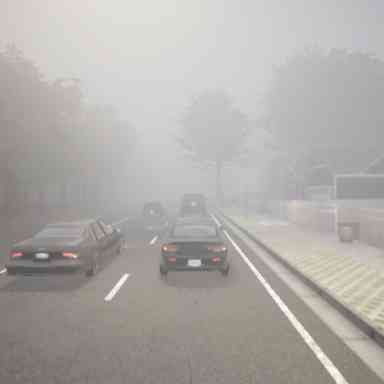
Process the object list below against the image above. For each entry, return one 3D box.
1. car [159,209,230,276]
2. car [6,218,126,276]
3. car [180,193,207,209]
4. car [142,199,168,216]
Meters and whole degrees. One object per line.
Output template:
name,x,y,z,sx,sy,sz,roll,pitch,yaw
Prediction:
car,0.082,1.481,10.101,1.812,1.442,4.674,0,0,1
car,-3.420,1.503,10.162,2.033,1.411,5.357,0,0,0
car,0.134,1.095,29.153,2.150,2.045,5.566,0,0,0
car,-3.361,1.375,30.327,1.837,1.490,4.892,0,0,0
